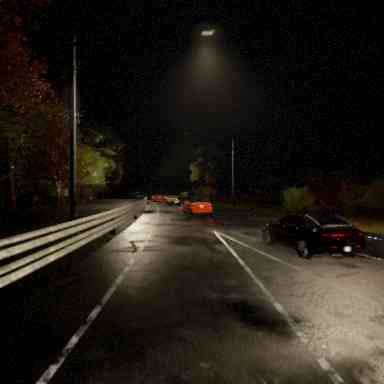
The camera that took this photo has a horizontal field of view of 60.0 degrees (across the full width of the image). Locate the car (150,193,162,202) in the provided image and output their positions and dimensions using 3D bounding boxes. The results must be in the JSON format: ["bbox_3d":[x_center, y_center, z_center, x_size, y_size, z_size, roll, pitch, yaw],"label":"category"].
[{"bbox_3d":[-7.117,1.109,70.886,2.097,1.767,4.553,0,0,-11],"label":"car"}]

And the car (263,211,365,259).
[{"bbox_3d":[4.313,1.491,12.579,1.837,1.490,4.892,0,0,-11],"label":"car"}]

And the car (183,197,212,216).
[{"bbox_3d":[0.471,1.292,32.137,2.097,1.767,4.553,0,0,-11],"label":"car"}]

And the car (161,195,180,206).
[{"bbox_3d":[-2.991,1.462,49.823,1.895,1.301,4.718,0,0,-11],"label":"car"}]
